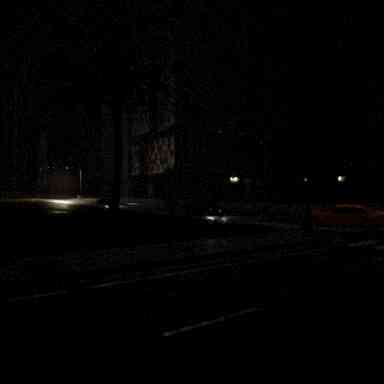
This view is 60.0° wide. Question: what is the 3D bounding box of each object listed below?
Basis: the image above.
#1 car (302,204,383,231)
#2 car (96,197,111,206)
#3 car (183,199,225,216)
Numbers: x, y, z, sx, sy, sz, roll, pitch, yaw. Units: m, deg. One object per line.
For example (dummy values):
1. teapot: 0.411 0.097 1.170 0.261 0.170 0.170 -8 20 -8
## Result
1. car: 9.571 1.524 20.936 5.008 1.535 1.882 1 3 29
2. car: -13.095 1.431 51.441 1.895 1.301 4.718 0 0 -35
3. car: 1.066 1.450 31.670 1.837 1.490 4.892 0 0 -36
